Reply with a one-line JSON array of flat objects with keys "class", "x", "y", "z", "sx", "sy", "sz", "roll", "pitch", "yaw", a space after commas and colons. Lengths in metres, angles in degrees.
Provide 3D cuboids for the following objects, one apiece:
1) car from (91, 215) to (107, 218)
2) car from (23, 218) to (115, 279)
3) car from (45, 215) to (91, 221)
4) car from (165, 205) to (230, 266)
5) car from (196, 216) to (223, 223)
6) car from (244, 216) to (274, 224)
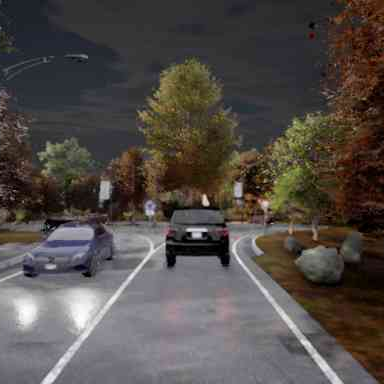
[{"class": "car", "x": -16.331, "y": 4.575, "z": 55.591, "sx": 1.812, "sy": 1.442, "sz": 4.674, "roll": -4, "pitch": -4, "yaw": 39}, {"class": "car", "x": -3.771, "y": 1.778, "z": 11.023, "sx": 1.812, "sy": 1.442, "sz": 4.674, "roll": 0, "pitch": -2, "yaw": -2}, {"class": "car", "x": -12.403, "y": 3.015, "z": 32.232, "sx": 4.902, "sy": 1.511, "sz": 2.128, "roll": -3, "pitch": -5, "yaw": 37}, {"class": "car", "x": 0.296, "y": 1.554, "z": 12.996, "sx": 2.150, "sy": 2.045, "sz": 5.566, "roll": 0, "pitch": -3, "yaw": 3}, {"class": "car", "x": 3.196, "y": 5.051, "z": 61.015, "sx": 4.718, "sy": 1.301, "sz": 1.895, "roll": -1, "pitch": -4, "yaw": 22}, {"class": "car", "x": 11.061, "y": 4.592, "z": 54.746, "sx": 2.033, "sy": 1.411, "sz": 5.357, "roll": 3, "pitch": -5, "yaw": -34}]
